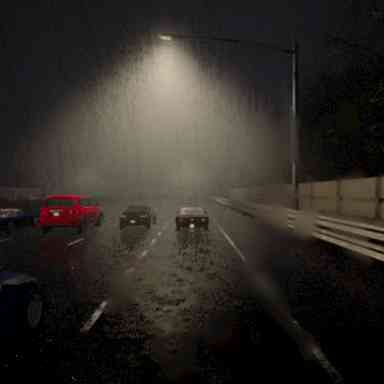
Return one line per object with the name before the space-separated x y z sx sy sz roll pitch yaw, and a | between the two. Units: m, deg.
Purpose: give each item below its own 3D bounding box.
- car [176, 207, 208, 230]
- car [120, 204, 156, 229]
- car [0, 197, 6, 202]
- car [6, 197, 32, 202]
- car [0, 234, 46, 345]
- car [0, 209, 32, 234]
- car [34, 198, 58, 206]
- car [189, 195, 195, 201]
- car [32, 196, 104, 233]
car | 0.001 1.598 20.926 1.895 1.301 4.718 0 0 0
car | -3.400 1.524 21.431 1.812 1.442 4.674 0 0 0
car | -31.517 1.566 54.224 1.812 1.442 4.674 0 0 1
car | -28.018 1.565 54.718 1.812 1.442 4.674 0 0 1
car | -3.398 1.526 3.741 1.812 1.442 4.674 0 0 0
car | -10.395 1.603 18.885 1.895 1.301 4.718 0 0 0
car | -24.514 1.642 56.097 1.895 1.301 4.718 0 0 0
car | 0.029 1.674 93.583 2.033 1.411 5.357 0 0 2
car | -6.895 1.222 19.588 2.150 2.045 5.566 0 0 0
